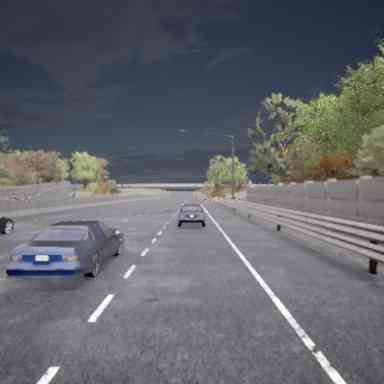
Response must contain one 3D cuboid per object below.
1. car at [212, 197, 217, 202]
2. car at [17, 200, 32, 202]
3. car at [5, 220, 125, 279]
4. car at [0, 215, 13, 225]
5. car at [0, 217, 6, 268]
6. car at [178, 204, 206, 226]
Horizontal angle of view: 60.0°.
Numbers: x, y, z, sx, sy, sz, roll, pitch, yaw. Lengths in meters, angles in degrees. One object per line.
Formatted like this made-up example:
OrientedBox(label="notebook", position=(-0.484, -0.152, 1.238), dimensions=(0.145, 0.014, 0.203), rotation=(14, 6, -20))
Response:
OrientedBox(label="car", position=(7.306, 2.153, 95.164), dimensions=(1.882, 1.535, 5.008), rotation=(0, -1, 24))
OrientedBox(label="car", position=(-21.095, 1.670, 41.541), dimensions=(1.895, 1.301, 4.718), rotation=(0, 0, 0))
OrientedBox(label="car", position=(-3.410, 1.555, 10.071), dimensions=(2.033, 1.411, 5.357), rotation=(0, 0, 0))
OrientedBox(label="car", position=(-10.411, 1.518, 15.793), dimensions=(1.837, 1.490, 4.892), rotation=(0, 0, 0))
OrientedBox(label="car", position=(-6.908, 1.552, 7.742), dimensions=(2.033, 1.411, 5.357), rotation=(0, 0, 0))
OrientedBox(label="car", position=(-0.018, 1.575, 23.436), dimensions=(2.033, 1.411, 5.357), rotation=(0, 0, 0))
